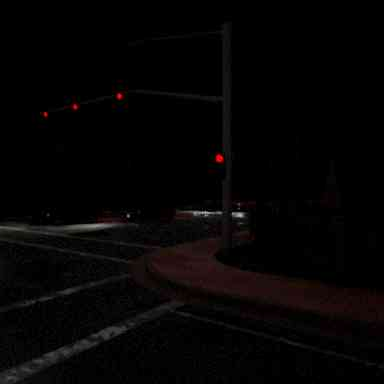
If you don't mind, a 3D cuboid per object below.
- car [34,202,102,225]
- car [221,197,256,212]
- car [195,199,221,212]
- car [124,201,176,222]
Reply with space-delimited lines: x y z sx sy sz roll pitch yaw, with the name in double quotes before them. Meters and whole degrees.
"car" -8.996 1.496 24.480 1.882 1.535 5.008 0 0 36
"car" 5.783 1.366 39.041 2.097 1.767 4.553 0 0 36
"car" 2.214 1.543 40.086 1.812 1.442 4.674 0 0 36
"car" -3.261 1.507 26.490 2.128 1.511 4.902 0 0 36
